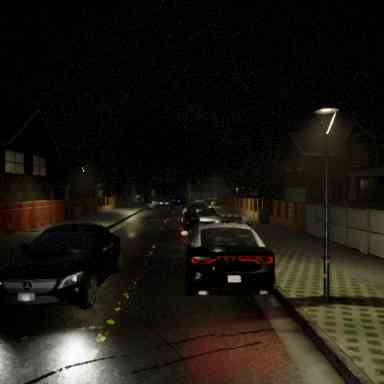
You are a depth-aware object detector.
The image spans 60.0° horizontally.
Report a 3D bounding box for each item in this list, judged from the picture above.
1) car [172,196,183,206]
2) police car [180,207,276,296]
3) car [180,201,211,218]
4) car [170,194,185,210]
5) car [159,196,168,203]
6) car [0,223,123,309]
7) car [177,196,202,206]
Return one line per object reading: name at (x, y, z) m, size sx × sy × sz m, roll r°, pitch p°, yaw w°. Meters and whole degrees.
car at (-2.668, 1.602, 60.082) m, size 1.882 × 1.535 × 5.008 m, roll 0°, pitch 0°, yaw -3°
police car at (0.745, 1.427, 8.816) m, size 1.930 × 1.638 × 5.238 m, roll 0°, pitch 0°, yaw -1°
car at (0.454, 1.493, 18.750) m, size 1.882 × 1.535 × 5.008 m, roll 0°, pitch 0°, yaw -2°
car at (-1.832, 1.311, 45.785) m, size 2.150 × 2.045 × 5.566 m, roll 0°, pitch 0°, yaw -3°
car at (-6.425, 1.707, 76.005) m, size 2.033 × 1.411 × 5.357 m, roll 0°, pitch 0°, yaw -3°
car at (-2.868, 1.528, 7.991) m, size 1.812 × 1.442 × 4.674 m, roll 0°, pitch 0°, yaw -1°
car at (0.177, 1.380, 24.744) m, size 2.097 × 1.767 × 4.553 m, roll 0°, pitch 0°, yaw -3°
